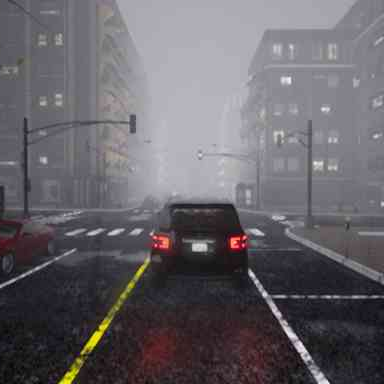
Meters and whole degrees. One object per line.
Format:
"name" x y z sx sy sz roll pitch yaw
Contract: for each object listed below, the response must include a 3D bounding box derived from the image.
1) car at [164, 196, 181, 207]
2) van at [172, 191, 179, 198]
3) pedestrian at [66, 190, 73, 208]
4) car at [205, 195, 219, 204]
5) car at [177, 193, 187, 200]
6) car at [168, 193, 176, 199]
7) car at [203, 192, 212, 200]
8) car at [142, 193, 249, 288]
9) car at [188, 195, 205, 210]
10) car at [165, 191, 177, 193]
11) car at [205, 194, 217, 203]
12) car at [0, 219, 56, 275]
"car" -2.618 1.260 45.207 1.994 1.385 4.181 0 0 1
"van" -4.710 0.718 93.256 1.690 1.788 3.998 0 0 1
"pedestrian" -12.367 0.680 33.577 0.375 1.860 0.375 0 0 0
"car" 3.249 1.189 53.694 2.008 1.369 4.403 0 0 1
"car" -2.209 1.029 75.048 1.994 1.385 4.181 0 0 1
"car" -4.832 0.979 81.810 1.752 1.417 4.829 0 0 1
"car" 3.489 0.929 76.247 1.967 1.590 4.097 0 0 1
"car" 0.179 1.158 9.180 2.150 2.045 5.566 0 0 1
"car" 0.510 1.209 39.720 1.882 1.535 5.008 0 0 1
"car" -4.952 0.843 70.702 2.192 1.841 5.009 0 0 1
"car" 3.309 1.146 59.332 1.887 1.381 4.507 0 0 1
"car" -5.598 1.514 10.105 1.802 1.307 4.206 0 0 1
